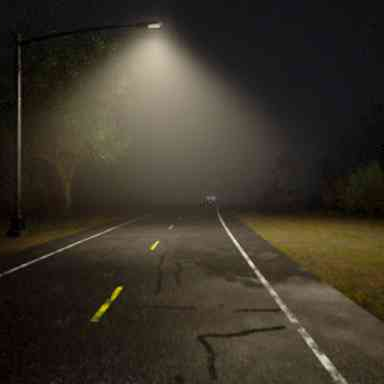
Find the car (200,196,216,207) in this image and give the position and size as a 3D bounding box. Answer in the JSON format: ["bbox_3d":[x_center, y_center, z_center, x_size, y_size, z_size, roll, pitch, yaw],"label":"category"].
[{"bbox_3d":[2.254,1.609,50.597,1.895,1.301,4.718,0,0,5],"label":"car"}]

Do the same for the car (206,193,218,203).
[{"bbox_3d":[4.114,1.216,69.580,2.150,2.045,5.566,0,0,6],"label":"car"}]
